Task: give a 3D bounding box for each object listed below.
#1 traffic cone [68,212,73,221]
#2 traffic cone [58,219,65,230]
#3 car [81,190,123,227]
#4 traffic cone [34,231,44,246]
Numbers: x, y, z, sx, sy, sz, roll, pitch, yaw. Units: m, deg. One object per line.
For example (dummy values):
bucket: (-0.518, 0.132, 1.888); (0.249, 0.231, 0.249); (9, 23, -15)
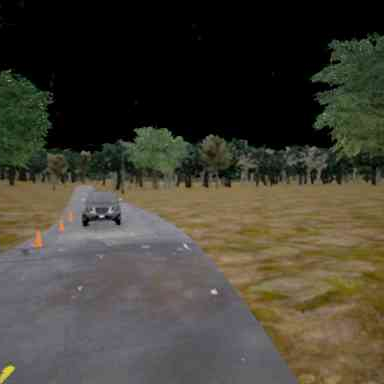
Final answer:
traffic cone: (-8.219, 1.635, 22.510); (0.340, 0.580, 0.340); (0, 1, -16)
traffic cone: (-6.998, 1.735, 17.823); (0.340, 0.580, 0.340); (0, 1, -13)
car: (-5.654, 0.931, 20.971); (2.150, 2.045, 5.566); (0, 1, -15)
traffic cone: (-6.043, 1.819, 13.072); (0.340, 0.580, 0.340); (0, 1, -10)
